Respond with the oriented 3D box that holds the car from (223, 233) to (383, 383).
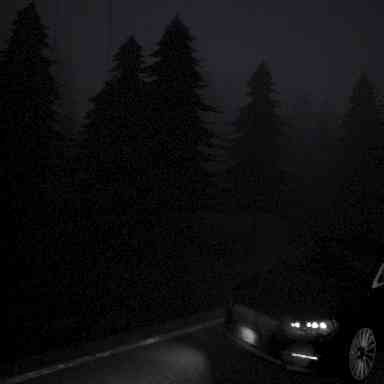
[{"bbox_3d":[2.703,1.491,5.472,4.902,1.511,2.128,0,0,-35],"label":"car"}]
